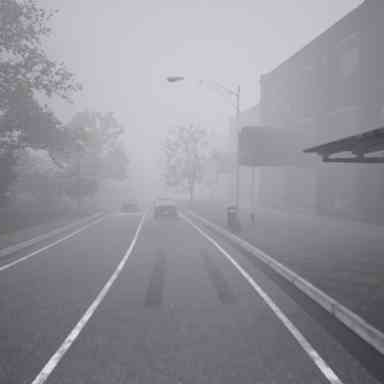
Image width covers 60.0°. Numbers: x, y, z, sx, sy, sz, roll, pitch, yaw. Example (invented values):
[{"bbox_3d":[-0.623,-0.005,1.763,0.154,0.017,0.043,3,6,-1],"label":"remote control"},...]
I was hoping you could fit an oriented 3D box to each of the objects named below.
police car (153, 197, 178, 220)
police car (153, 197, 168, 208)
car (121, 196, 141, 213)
[{"bbox_3d":[-2.286,1.401,28.377,1.930,1.638,5.238,-1,0,-6],"label":"police car"},{"bbox_3d":[-4.580,1.481,48.007,2.038,1.542,4.974,-1,0,-6],"label":"police car"},{"bbox_3d":[-7.164,1.504,38.696,1.882,1.535,5.008,-1,0,-6],"label":"car"}]
